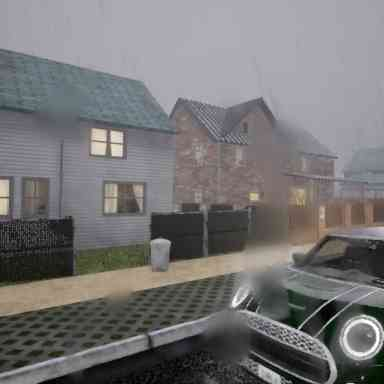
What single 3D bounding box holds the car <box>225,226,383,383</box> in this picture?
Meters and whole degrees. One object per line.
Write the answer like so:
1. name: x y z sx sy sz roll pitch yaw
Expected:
1. car: 2.647 1.355 4.830 4.553 1.767 2.097 0 0 -35
